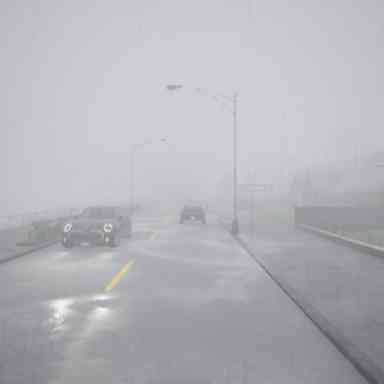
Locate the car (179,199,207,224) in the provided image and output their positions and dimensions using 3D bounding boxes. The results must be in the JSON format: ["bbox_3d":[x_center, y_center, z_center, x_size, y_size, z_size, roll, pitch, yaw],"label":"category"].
[{"bbox_3d":[0.067,1.545,25.293,1.837,1.490,4.892,0,0,0],"label":"car"}]

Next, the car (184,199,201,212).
[{"bbox_3d":[0.083,1.614,42.041,2.033,1.411,5.357,0,0,0],"label":"car"}]

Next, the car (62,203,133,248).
[{"bbox_3d":[-4.016,1.373,14.756,2.097,1.767,4.553,0,0,0],"label":"car"}]
